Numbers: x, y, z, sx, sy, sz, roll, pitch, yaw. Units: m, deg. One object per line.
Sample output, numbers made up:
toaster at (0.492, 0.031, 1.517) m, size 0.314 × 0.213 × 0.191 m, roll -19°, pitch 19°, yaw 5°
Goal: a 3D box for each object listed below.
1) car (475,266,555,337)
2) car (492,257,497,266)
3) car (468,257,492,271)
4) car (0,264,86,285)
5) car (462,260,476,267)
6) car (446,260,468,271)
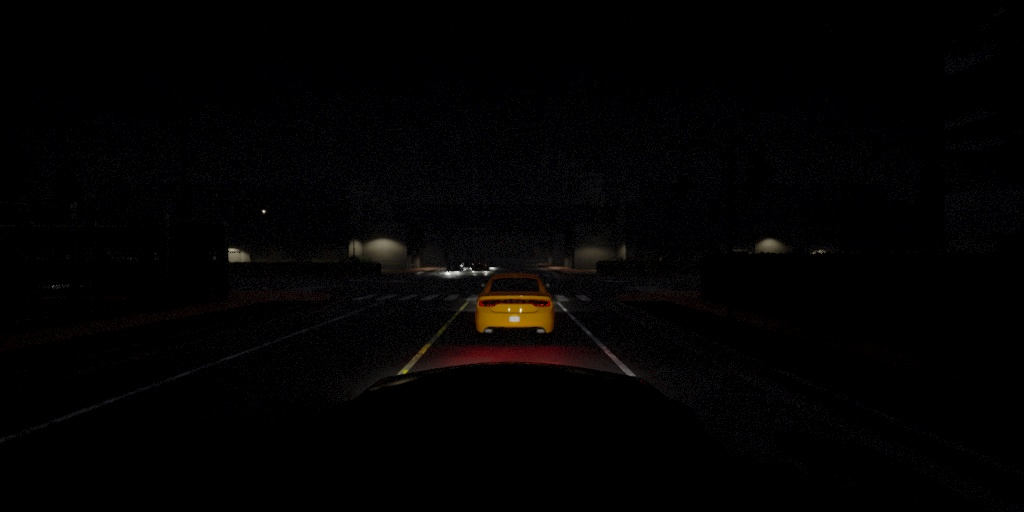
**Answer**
car at (0.094, 1.223, 10.311) m, size 1.882 × 1.535 × 5.008 m, roll 0°, pitch 0°, yaw 1°
car at (-4.230, 1.336, 64.654) m, size 1.895 × 1.301 × 4.718 m, roll 0°, pitch 0°, yaw 1°
car at (-4.262, 1.096, 48.755) m, size 2.097 × 1.767 × 4.553 m, roll 0°, pitch 0°, yaw 0°
car at (-33.839, 1.302, 25.466) m, size 5.357 × 1.411 × 2.033 m, roll 0°, pitch 0°, yaw 0°
car at (-7.727, 1.336, 64.950) m, size 1.895 × 1.301 × 4.718 m, roll 0°, pitch 0°, yaw 1°
car at (-7.762, 1.235, 48.864) m, size 2.128 × 1.511 × 4.902 m, roll 0°, pitch 0°, yaw 0°
